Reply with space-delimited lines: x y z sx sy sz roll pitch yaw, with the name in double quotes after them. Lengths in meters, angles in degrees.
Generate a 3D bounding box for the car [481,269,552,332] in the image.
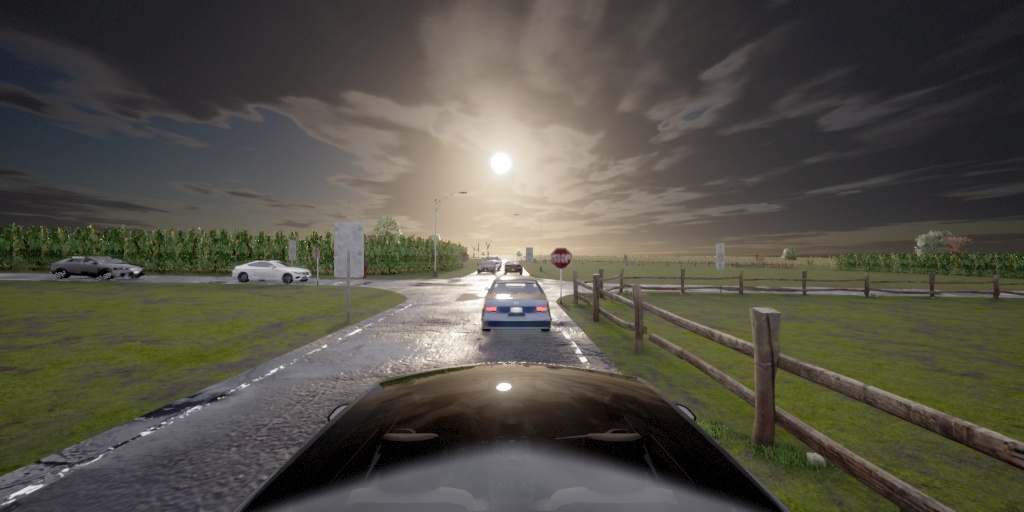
0.102 1.299 10.853 2.033 1.411 5.357 0 0 0 "car"

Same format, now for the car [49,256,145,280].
-27.073 0.776 23.529 4.902 1.511 2.128 1 -1 0 "car"

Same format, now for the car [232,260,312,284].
-15.687 1.011 23.522 4.674 1.442 1.812 1 -1 1 "car"

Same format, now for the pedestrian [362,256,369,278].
-12.164 0.890 29.543 0.375 1.860 0.375 0 -2 0 "pedestrian"

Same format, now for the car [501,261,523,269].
0.141 1.233 39.314 1.882 1.535 5.008 0 0 1 "car"

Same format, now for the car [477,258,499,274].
-2.851 1.261 40.865 1.837 1.490 4.892 0 0 0 "car"

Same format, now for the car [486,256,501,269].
-2.834 0.979 51.596 2.150 2.045 5.566 0 0 0 "car"
